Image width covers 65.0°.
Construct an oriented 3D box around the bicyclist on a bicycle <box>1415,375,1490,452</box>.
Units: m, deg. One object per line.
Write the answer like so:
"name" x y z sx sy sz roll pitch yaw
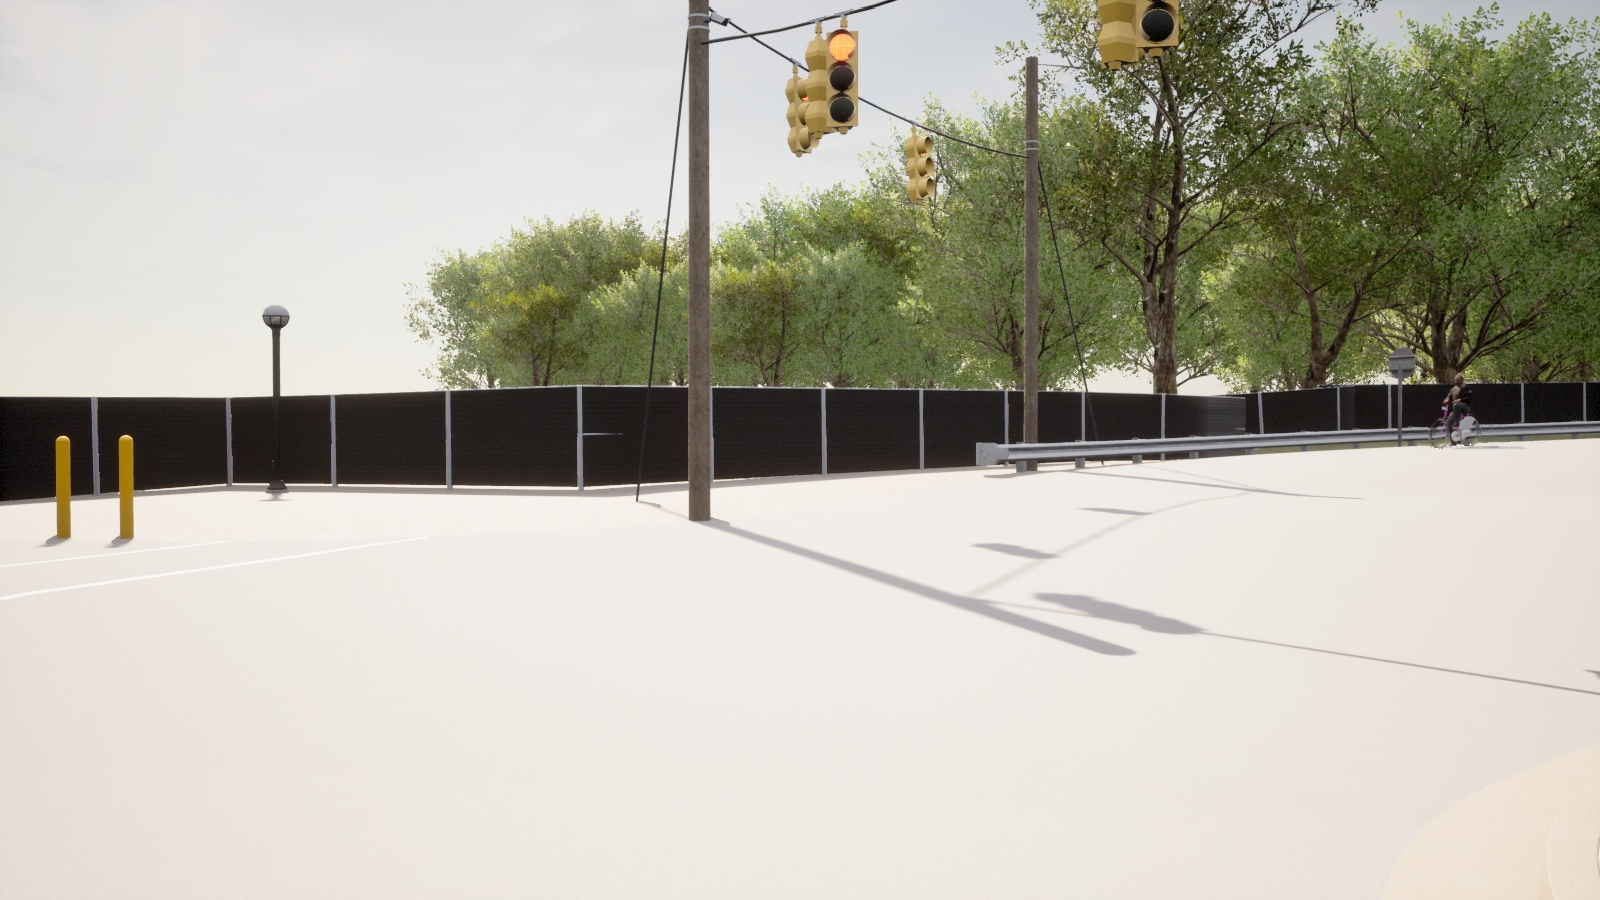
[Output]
"bicyclist on a bicycle" 15.651 -0.886 30.116 1.843 1.776 0.659 -2 2 -28
